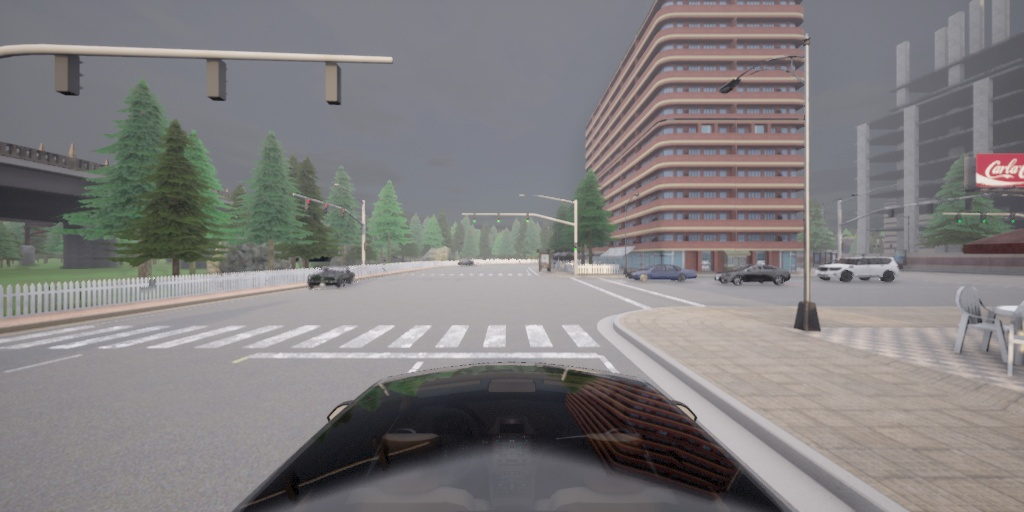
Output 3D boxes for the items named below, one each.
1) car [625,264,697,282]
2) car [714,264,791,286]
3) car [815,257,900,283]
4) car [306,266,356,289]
[{"bbox_3d":[12.212,1.397,29.490,5.357,1.411,2.033,0,0,2],"label":"car"},{"bbox_3d":[17.305,1.336,25.909,4.902,1.511,2.128,0,0,1],"label":"car"},{"bbox_3d":[28.112,1.056,29.258,5.566,2.045,2.150,0,0,0],"label":"car"},{"bbox_3d":[-11.725,1.358,23.492,1.895,1.301,4.718,2,1,-12],"label":"car"}]
